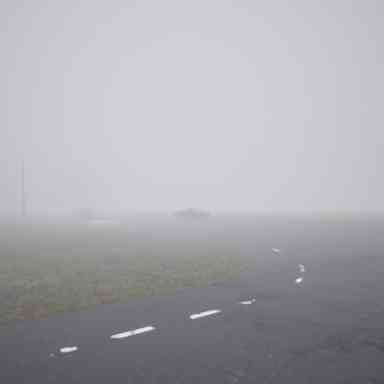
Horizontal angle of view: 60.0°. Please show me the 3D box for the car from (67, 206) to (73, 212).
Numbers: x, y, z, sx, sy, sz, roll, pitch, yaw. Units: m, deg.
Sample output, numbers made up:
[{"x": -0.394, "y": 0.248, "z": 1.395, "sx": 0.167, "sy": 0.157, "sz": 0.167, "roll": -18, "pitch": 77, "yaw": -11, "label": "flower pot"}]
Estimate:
[{"x": -27.036, "y": 3.793, "z": 75.485, "sx": 1.994, "sy": 1.385, "sz": 4.181, "roll": -2, "pitch": -1, "yaw": -35, "label": "car"}]

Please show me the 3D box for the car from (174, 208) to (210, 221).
[{"x": -0.148, "y": 2.490, "z": 37.643, "sx": 1.895, "sy": 1.301, "sz": 4.718, "roll": -2, "pitch": -1, "yaw": -35, "label": "car"}]

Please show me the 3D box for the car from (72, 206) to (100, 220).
[{"x": -14.025, "y": 2.956, "z": 45.036, "sx": 2.128, "sy": 1.511, "sz": 4.902, "roll": -2, "pitch": -1, "yaw": -36, "label": "car"}]
